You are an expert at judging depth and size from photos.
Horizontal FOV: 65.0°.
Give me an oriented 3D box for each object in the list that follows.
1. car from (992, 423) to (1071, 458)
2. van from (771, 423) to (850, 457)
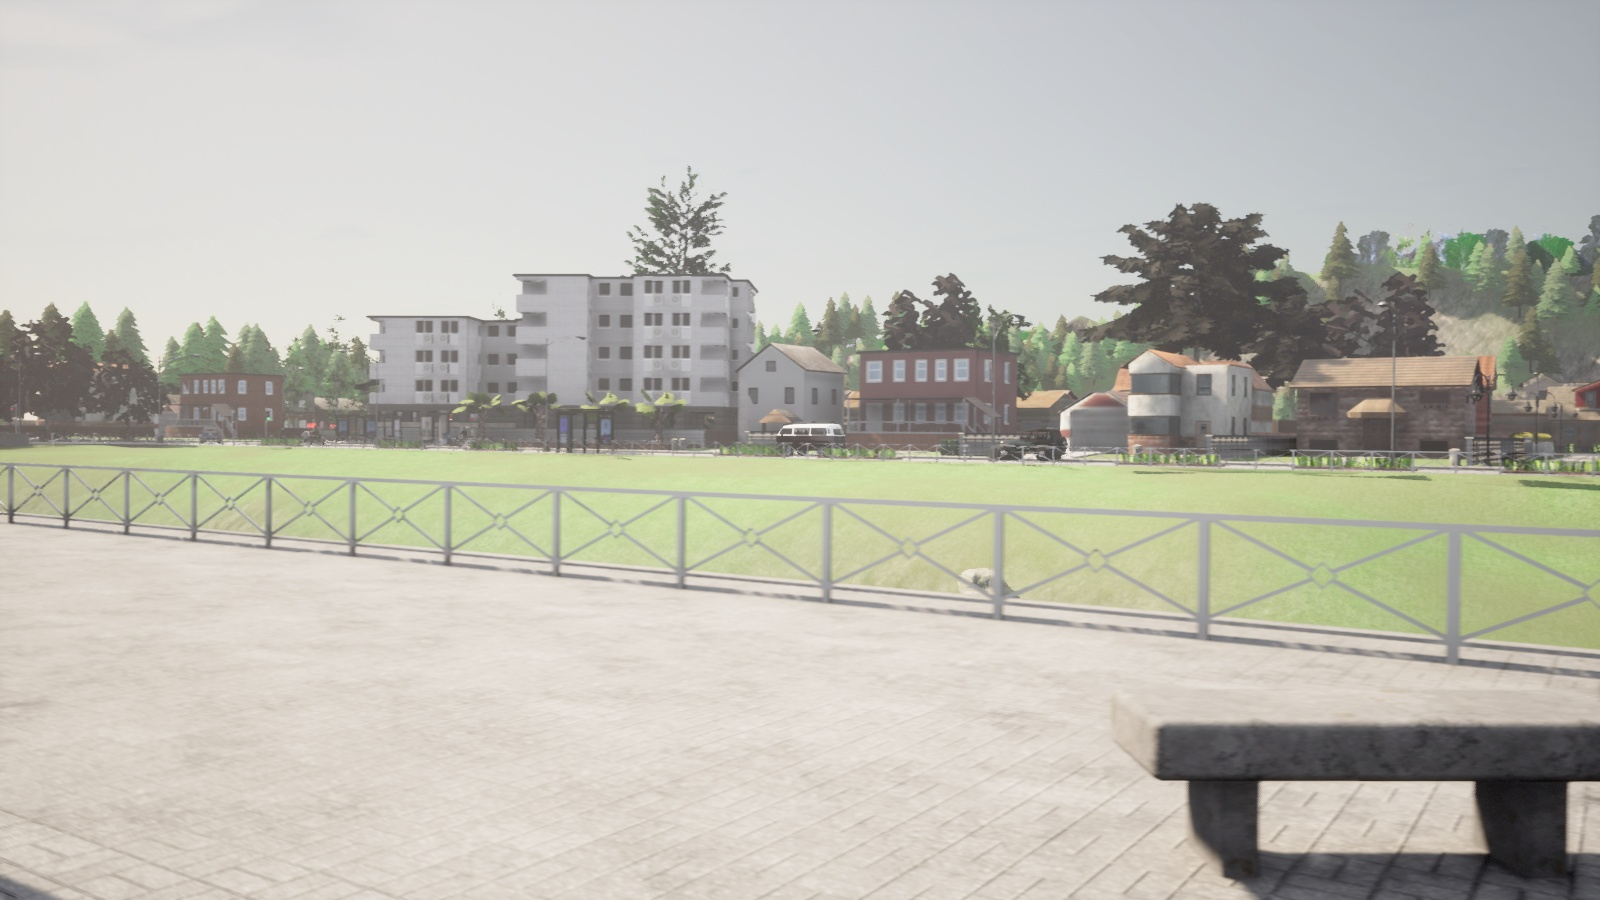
[{"bbox_3d":[12.830,-0.541,69.755,3.866,1.878,1.905,0,1,34],"label":"car"},{"bbox_3d":[0.643,-0.614,77.855,4.480,2.038,2.069,0,1,34],"label":"van"}]
